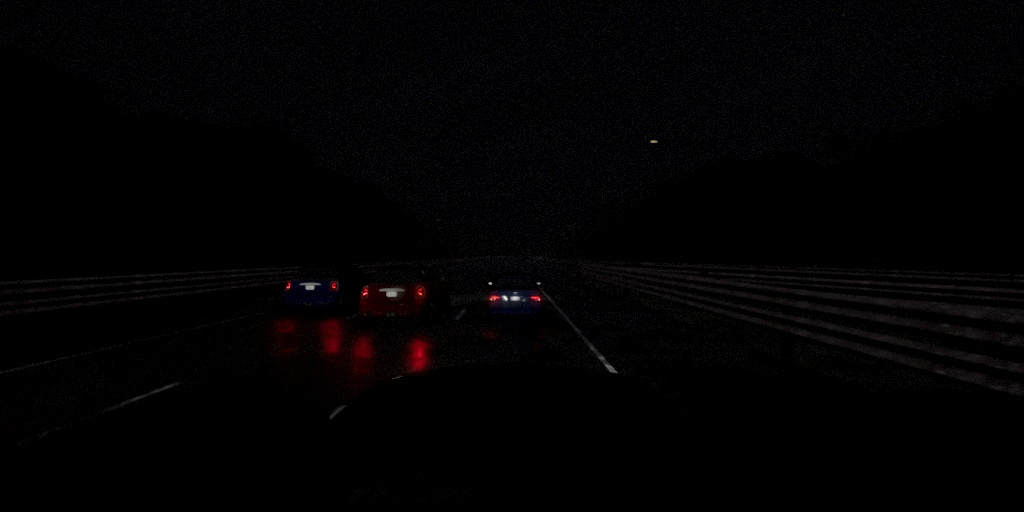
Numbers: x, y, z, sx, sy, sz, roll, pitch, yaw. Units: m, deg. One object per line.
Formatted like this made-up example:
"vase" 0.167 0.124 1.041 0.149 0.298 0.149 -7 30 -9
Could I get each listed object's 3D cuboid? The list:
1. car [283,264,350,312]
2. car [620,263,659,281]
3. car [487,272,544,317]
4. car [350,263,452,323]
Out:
"car" -6.901 1.100 14.385 2.097 1.767 4.553 0 0 0
"car" 11.174 1.330 31.608 2.163 1.488 4.792 0 0 -13
"car" 0.101 1.296 13.046 2.033 1.411 5.357 0 0 0
"car" -3.400 1.101 12.270 2.097 1.767 4.553 0 0 0
